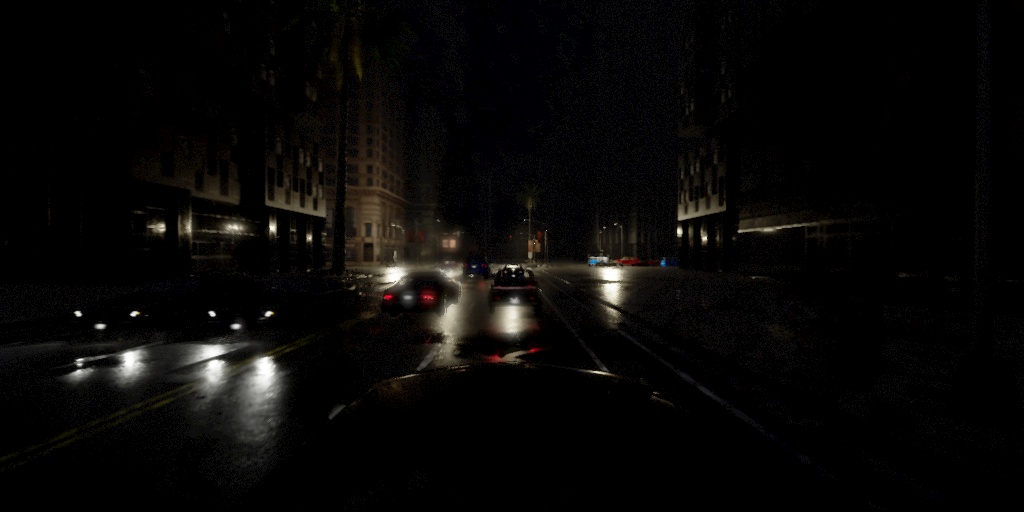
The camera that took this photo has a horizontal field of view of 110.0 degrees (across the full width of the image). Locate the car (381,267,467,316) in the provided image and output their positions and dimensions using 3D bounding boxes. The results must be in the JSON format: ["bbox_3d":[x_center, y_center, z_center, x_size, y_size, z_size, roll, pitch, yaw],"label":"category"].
[{"bbox_3d":[-3.146,1.309,13.349,2.033,1.411,5.357,0,0,0],"label":"car"}]

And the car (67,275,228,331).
[{"bbox_3d":[-9.846,1.306,11.239,2.033,1.411,5.357,0,0,0],"label":"car"}]

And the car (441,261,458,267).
[{"bbox_3d":[-9.726,1.454,55.865,1.895,1.301,4.718,0,0,0],"label":"car"}]

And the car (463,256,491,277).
[{"bbox_3d":[-3.136,1.004,32.577,2.150,2.045,5.566,0,0,0],"label":"car"}]

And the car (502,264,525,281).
[{"bbox_3d":[0.110,1.383,31.961,1.895,1.301,4.718,0,0,0],"label":"car"}]

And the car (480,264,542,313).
[{"bbox_3d":[0.106,1.254,13.973,2.128,1.511,4.902,0,0,0],"label":"car"}]

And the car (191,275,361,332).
[{"bbox_3d":[-6.598,1.306,11.240,2.033,1.411,5.357,0,0,0],"label":"car"}]
